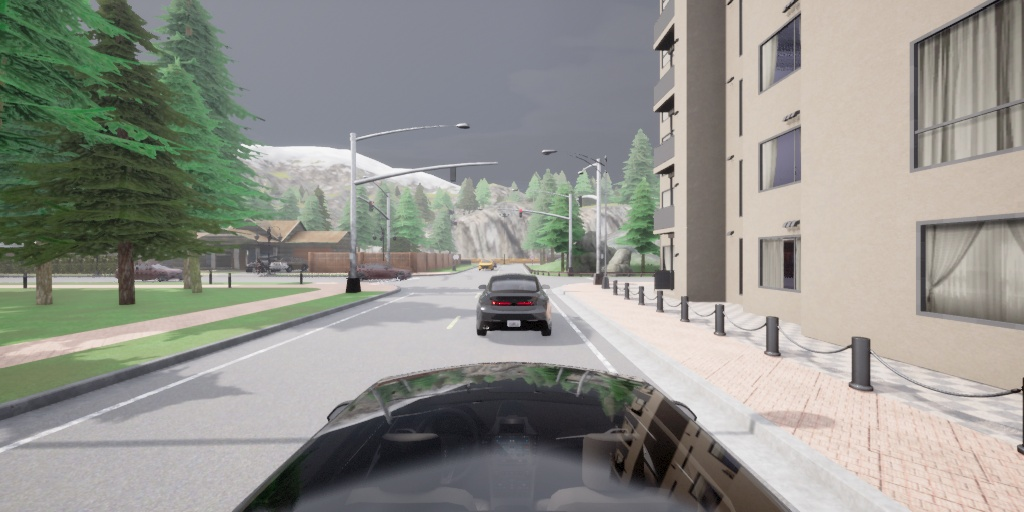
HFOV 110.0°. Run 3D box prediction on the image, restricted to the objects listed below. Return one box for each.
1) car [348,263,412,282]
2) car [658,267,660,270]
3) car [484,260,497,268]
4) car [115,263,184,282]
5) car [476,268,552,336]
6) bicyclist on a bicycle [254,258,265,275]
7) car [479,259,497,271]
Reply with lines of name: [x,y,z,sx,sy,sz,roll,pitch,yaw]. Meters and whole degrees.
car: [-10.269,1.264,28.079,4.674,1.442,1.812,0,0,-8]
car: [16.028,0.987,32.081,5.566,2.045,2.150,0,0,-1]
car: [-3.550,1.351,60.392,1.895,1.301,4.718,0,0,0]
car: [-27.349,1.261,27.320,4.674,1.442,1.812,0,0,-1]
car: [0.062,1.255,10.382,1.837,1.490,4.892,0,0,0]
bicyclist on a bicycle: [-24.546,1.016,34.882,0.582,1.620,1.656,0,0,-1]
car: [-3.563,1.227,50.248,1.882,1.535,5.008,0,0,0]
